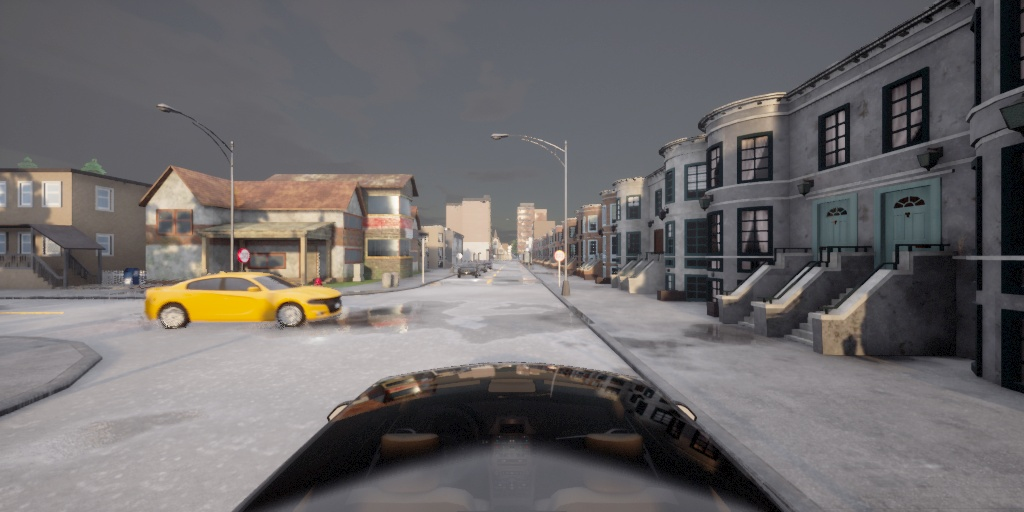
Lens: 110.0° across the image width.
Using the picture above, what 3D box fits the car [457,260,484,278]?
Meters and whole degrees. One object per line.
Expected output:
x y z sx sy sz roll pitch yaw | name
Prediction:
-4.023 1.265 34.190 1.837 1.490 4.892 0 0 0 | car

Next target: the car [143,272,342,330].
-7.764 1.230 10.666 5.008 1.535 1.882 0 0 -3 | car

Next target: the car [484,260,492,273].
-3.990 1.254 43.564 2.128 1.511 4.902 0 0 0 | car
